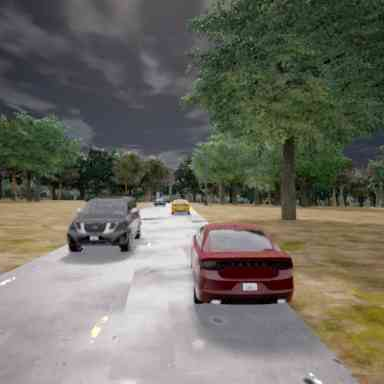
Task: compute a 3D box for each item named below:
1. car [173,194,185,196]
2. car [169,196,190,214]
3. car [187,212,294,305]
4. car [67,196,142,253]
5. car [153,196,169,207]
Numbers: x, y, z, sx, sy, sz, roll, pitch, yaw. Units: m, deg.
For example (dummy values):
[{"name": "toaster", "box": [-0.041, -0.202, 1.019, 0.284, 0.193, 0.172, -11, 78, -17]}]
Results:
[{"name": "car", "box": [-1.774, 1.353, 46.394, 2.150, 2.045, 5.566, 0, 0, -3]}, {"name": "car", "box": [-1.247, 1.546, 35.873, 1.882, 1.535, 5.008, 0, -1, -3]}, {"name": "car", "box": [0.933, 1.477, 8.186, 1.882, 1.535, 5.008, 0, 0, -1]}, {"name": "car", "box": [-3.438, 1.220, 14.088, 2.150, 2.045, 5.566, 0, 0, -2]}, {"name": "car", "box": [-5.377, 1.740, 55.671, 2.033, 1.411, 5.357, 0, 0, -3]}]
